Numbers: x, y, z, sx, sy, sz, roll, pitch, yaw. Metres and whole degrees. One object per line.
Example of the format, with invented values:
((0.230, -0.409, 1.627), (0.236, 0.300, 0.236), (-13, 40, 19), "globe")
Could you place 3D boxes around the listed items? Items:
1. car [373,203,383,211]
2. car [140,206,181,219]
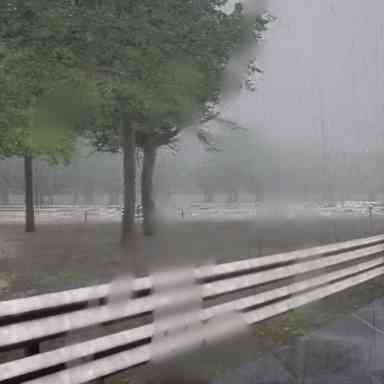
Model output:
((25.278, 2.074, 41.718), (4.892, 1.490, 1.837), (-1, 0, -2), "car")
((-3.855, 2.491, 40.724), (5.008, 1.535, 1.882), (-1, 0, -2), "car")
